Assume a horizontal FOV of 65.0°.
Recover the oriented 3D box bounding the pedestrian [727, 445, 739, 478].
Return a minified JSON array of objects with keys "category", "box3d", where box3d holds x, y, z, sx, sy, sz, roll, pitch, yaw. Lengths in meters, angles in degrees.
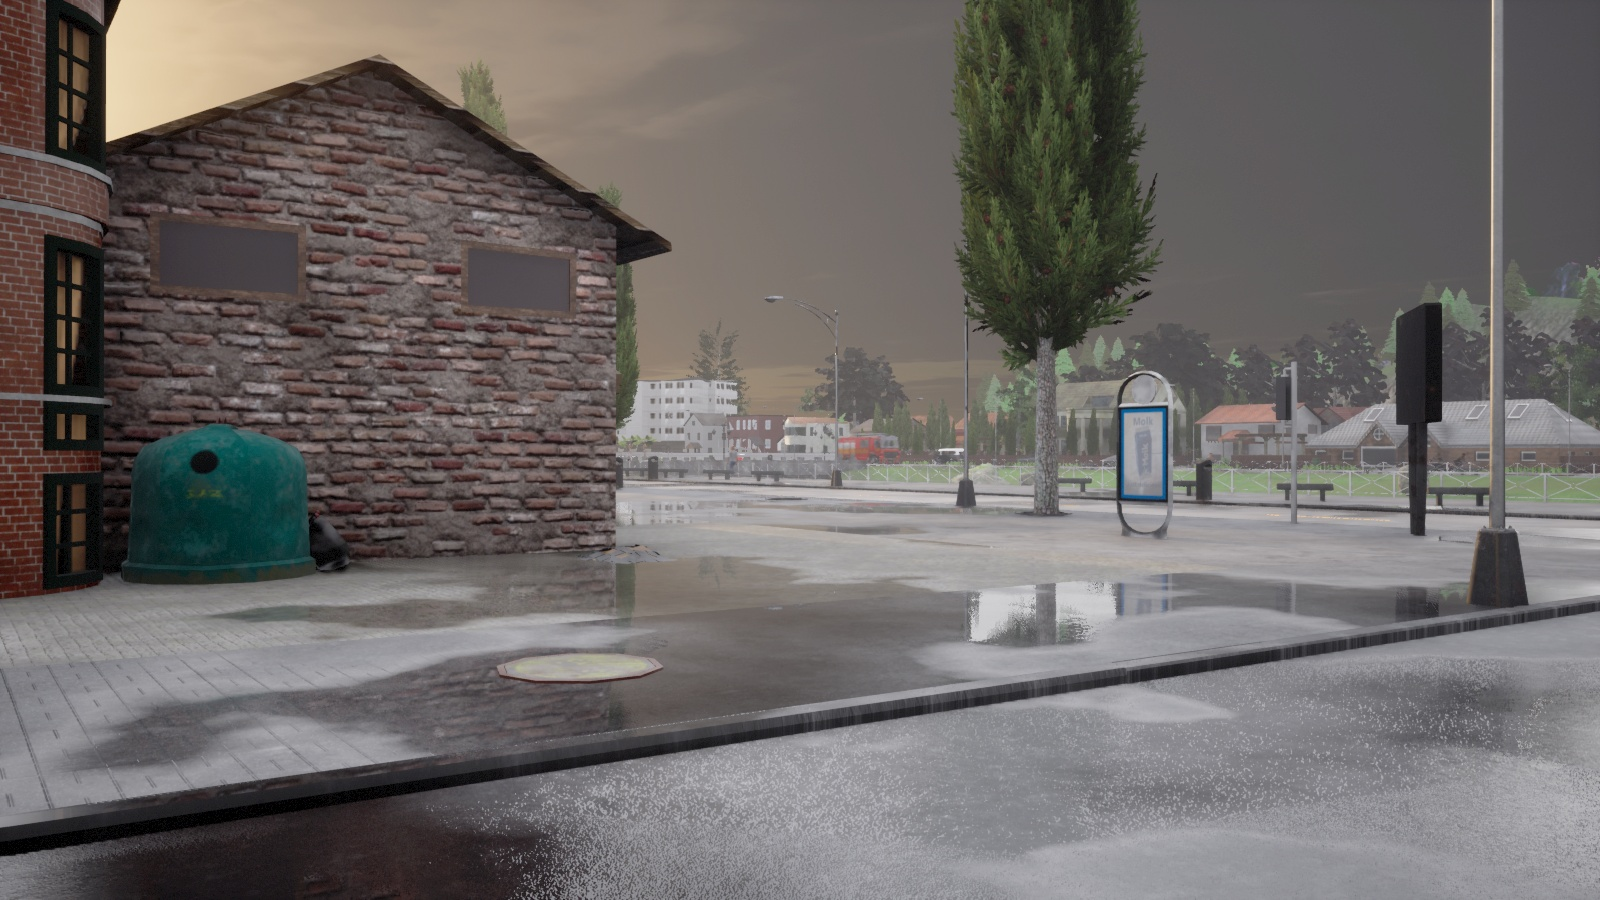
[{"category":"pedestrian","box3d":[-3.775,0.635,70.466,0.354,1.836,0.706,0,0,-35]}]
